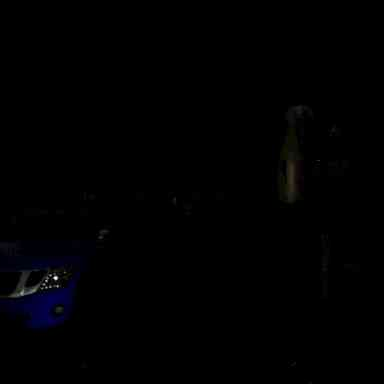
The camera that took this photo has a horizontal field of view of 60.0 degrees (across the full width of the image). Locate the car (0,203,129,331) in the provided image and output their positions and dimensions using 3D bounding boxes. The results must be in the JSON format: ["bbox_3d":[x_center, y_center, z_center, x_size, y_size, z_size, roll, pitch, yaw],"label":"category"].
[{"bbox_3d":[-2.849,1.302,7.376,2.150,2.045,5.566,0,-1,0],"label":"car"}]

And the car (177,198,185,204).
[{"bbox_3d":[-2.743,2.351,83.329,1.812,1.442,4.674,0,-1,0],"label":"car"}]
